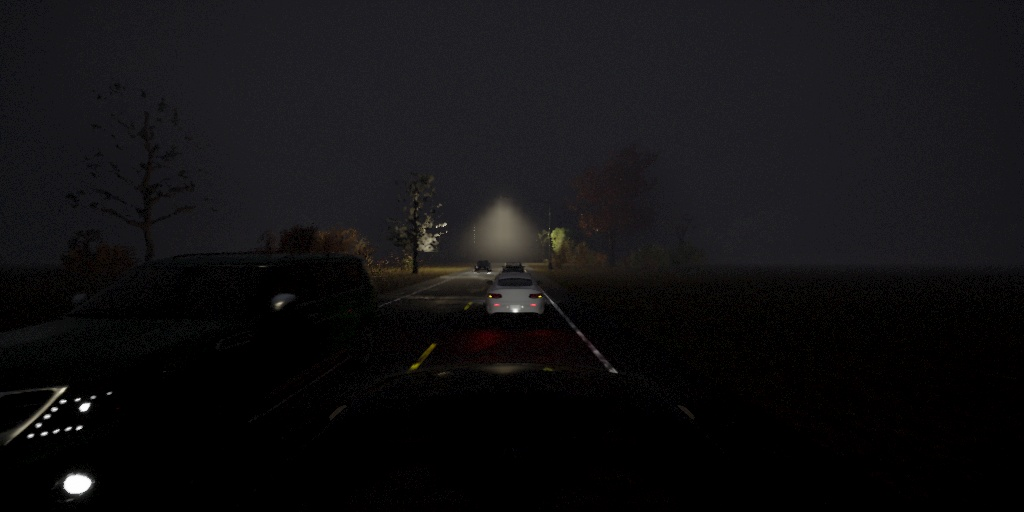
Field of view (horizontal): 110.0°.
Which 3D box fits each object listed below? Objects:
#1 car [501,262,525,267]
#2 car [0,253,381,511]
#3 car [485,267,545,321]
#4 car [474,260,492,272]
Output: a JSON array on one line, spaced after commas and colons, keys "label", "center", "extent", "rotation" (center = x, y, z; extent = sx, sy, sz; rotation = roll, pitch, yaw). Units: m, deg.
[{"label": "car", "center": [0.088, 1.238, 30.278], "extent": [2.128, 1.511, 4.902], "rotation": [0, 0, 0]}, {"label": "car", "center": [-3.601, 0.971, 4.736], "extent": [2.150, 2.045, 5.566], "rotation": [0, 0, 0]}, {"label": "car", "center": [0.096, 1.276, 12.345], "extent": [1.812, 1.442, 4.674], "rotation": [0, 0, 0]}, {"label": "car", "center": [-3.601, 1.245, 44.821], "extent": [1.837, 1.490, 4.892], "rotation": [0, 0, 0]}]
